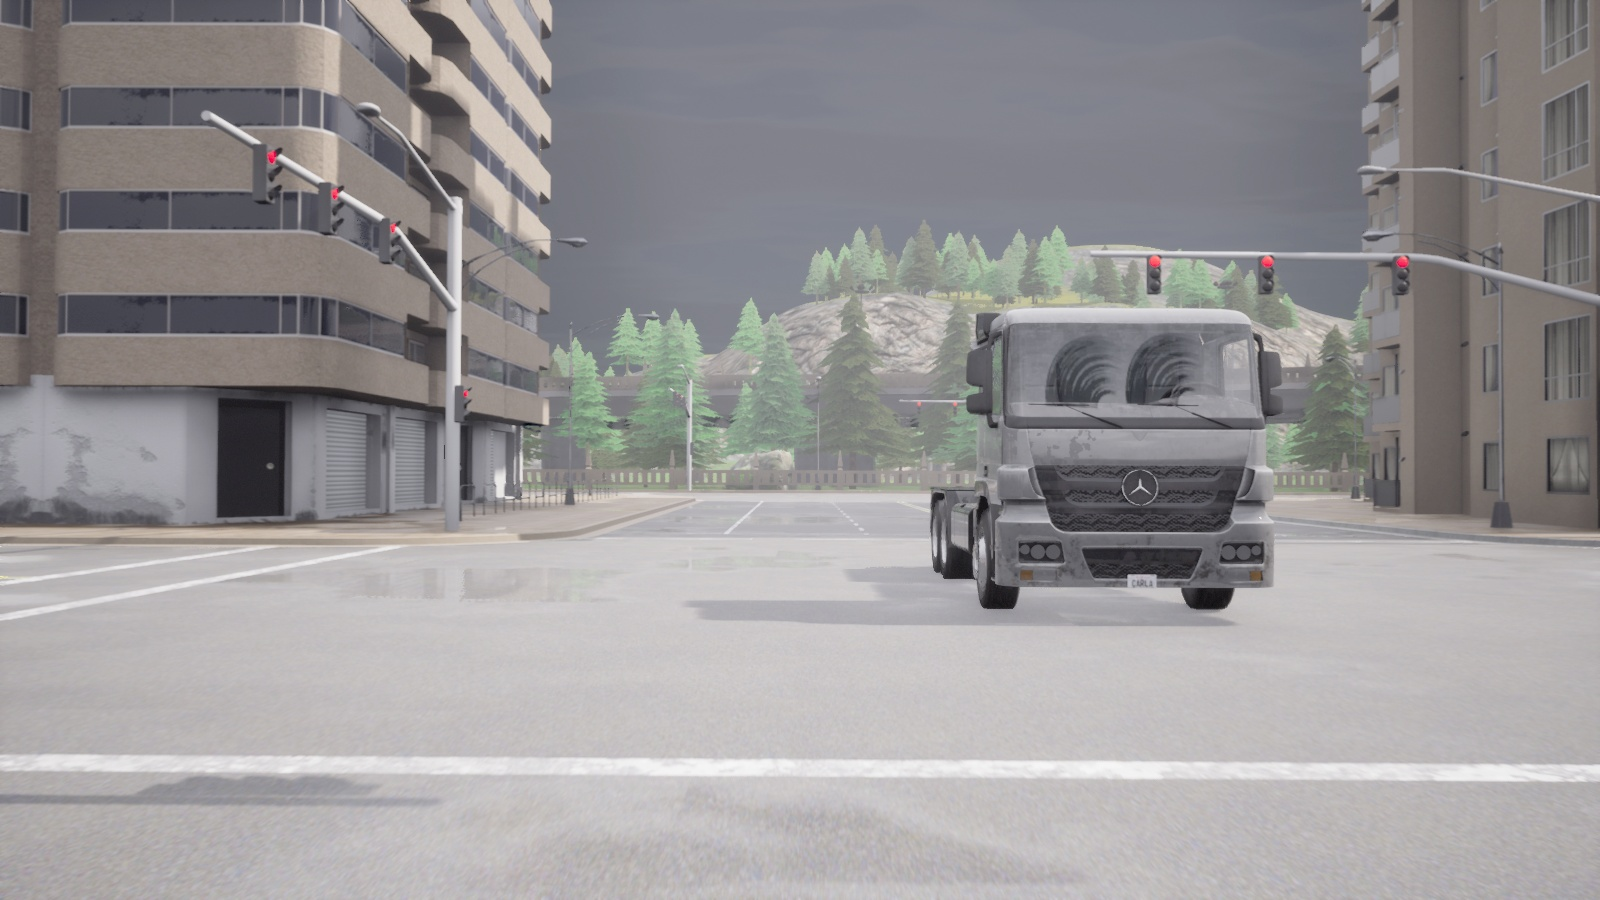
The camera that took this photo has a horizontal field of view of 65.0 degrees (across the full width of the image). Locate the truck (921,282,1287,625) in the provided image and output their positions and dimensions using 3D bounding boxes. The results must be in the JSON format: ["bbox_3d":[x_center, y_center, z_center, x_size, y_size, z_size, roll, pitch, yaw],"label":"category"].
[{"bbox_3d":[3.457,0.098,16.683,2.891,3.462,7.936,0,-1,0],"label":"truck"}]
